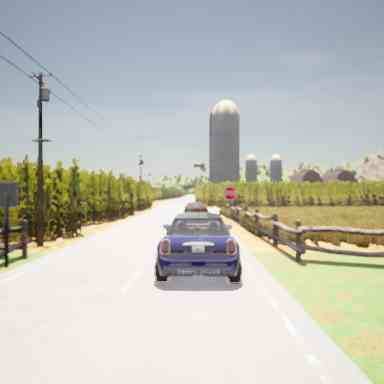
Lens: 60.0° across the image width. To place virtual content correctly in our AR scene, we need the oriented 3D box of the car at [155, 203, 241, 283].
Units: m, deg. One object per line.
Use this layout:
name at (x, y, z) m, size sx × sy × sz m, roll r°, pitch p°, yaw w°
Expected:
car at (0.168, 1.367, 9.923) m, size 2.097 × 1.767 × 4.553 m, roll 0°, pitch 0°, yaw 1°
